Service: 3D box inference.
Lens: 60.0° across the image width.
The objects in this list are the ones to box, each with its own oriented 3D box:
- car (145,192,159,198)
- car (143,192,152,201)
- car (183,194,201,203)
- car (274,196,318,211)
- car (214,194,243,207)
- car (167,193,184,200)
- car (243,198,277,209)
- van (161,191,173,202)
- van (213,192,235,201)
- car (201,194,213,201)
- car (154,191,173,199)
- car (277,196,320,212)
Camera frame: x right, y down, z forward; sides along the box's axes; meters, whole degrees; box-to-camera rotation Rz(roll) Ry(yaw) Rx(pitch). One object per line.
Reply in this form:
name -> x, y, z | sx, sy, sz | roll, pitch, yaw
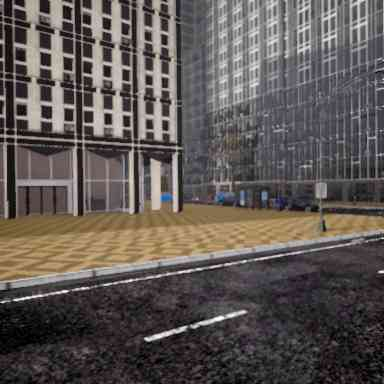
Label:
car -> -9.983, 0.719, 82.921 | 1.967, 1.590, 4.097 | 0, 1, -34
car -> -10.504, 1.065, 68.811 | 2.008, 1.369, 4.403 | 0, 1, -34
car -> -0.990, 1.121, 59.540 | 1.812, 1.442, 4.674 | -1, 1, -34
car -> 12.360, 1.289, 39.857 | 1.882, 1.535, 5.008 | -1, 1, -34
car -> 5.459, 1.343, 45.302 | 1.947, 1.339, 4.313 | 0, 1, -34
car -> -3.579, 0.968, 73.531 | 1.802, 1.307, 4.206 | 0, 1, -34
car -> 8.612, 1.411, 40.574 | 1.802, 1.307, 4.206 | 0, 1, -34
van -> -4.100, 0.962, 59.416 | 1.690, 1.788, 3.998 | 0, 1, -34
van -> 6.025, 0.885, 59.439 | 1.690, 1.788, 3.998 | 0, 1, -34
car -> 2.824, 1.074, 64.138 | 1.802, 1.307, 4.206 | 0, 1, -34
car -> -6.781, 0.647, 78.223 | 2.192, 1.841, 5.009 | 0, 1, -34
car -> 11.799, 1.446, 35.865 | 1.947, 1.339, 4.313 | 0, 1, -34
